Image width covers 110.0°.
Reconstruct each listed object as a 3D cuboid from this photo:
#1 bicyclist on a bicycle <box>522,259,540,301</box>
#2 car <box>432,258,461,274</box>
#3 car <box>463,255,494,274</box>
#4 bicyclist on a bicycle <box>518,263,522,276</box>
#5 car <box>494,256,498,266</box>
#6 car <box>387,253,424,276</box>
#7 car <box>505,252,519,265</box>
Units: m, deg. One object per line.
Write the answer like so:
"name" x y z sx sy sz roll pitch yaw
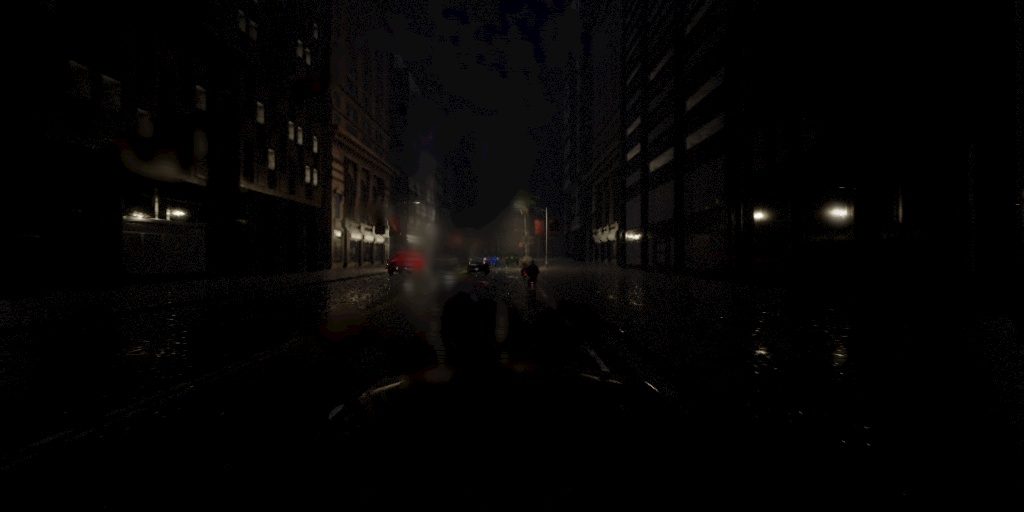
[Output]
"bicyclist on a bicycle" 0.891 1.013 15.514 0.659 1.776 1.843 0 1 0
"car" -6.599 1.069 35.567 1.895 1.301 4.718 0 1 0
"car" -3.157 0.965 35.048 2.128 1.511 4.902 0 1 0
"bicyclist on a bicycle" 0.881 1.000 25.176 0.866 1.612 1.509 0 0 0
"car" -3.161 0.730 55.417 1.882 1.535 5.008 0 1 0
"car" -9.852 0.707 33.705 2.150 2.045 5.566 0 1 0
"car" 0.047 0.406 61.074 2.150 2.045 5.566 0 1 0
